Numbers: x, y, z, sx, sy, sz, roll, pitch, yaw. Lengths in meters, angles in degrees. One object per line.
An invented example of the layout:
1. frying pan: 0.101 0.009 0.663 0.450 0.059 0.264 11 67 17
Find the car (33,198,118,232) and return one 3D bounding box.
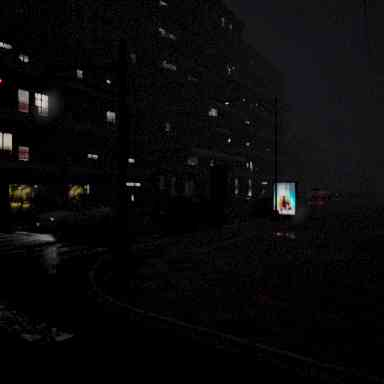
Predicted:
1. car: -6.426 1.279 18.528 1.812 1.442 4.674 0 1 32

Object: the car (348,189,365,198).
1. car: 28.621 0.308 58.547 1.887 1.381 4.507 1 2 35

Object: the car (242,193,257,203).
1. car: 5.789 0.828 40.607 2.008 1.369 4.403 2 2 35

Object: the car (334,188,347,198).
1. car: 25.090 0.405 58.053 1.895 1.301 4.718 0 1 35

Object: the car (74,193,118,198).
1. car: -6.955 1.009 22.444 2.192 1.841 5.009 1 2 35

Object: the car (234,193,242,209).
1. car: 2.599 1.020 31.573 1.994 1.385 4.181 0 1 35

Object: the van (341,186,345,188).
1. van: 37.654 -0.447 85.992 1.690 1.788 3.998 2 2 35

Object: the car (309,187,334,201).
1. car: 18.906 0.232 49.245 2.150 2.045 5.566 0 1 35

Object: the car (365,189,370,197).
1. car: 31.809 0.097 63.084 1.967 1.590 4.097 1 2 35

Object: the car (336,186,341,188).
1. car: 34.467 -0.240 81.456 1.967 1.590 4.097 2 2 35

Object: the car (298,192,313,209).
1. car: 9.498 0.964 31.307 1.947 1.339 4.313 1 2 35

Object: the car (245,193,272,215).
1. car: 6.311 1.069 26.766 1.947 1.339 4.313 1 2 35

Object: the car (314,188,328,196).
1. car: 28.094 -0.025 72.377 1.967 1.590 4.097 2 2 35

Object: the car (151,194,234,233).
1. car: -0.062 1.025 17.680 2.192 1.841 5.009 1 2 35

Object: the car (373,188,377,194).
1. car: 38.183 -0.012 72.167 1.887 1.381 4.507 1 2 35

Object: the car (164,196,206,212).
1. car: -0.584 1.069 31.529 1.802 1.307 4.206 2 2 35

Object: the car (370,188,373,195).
1. car: 34.995 0.095 67.627 1.887 1.381 4.507 1 2 35
